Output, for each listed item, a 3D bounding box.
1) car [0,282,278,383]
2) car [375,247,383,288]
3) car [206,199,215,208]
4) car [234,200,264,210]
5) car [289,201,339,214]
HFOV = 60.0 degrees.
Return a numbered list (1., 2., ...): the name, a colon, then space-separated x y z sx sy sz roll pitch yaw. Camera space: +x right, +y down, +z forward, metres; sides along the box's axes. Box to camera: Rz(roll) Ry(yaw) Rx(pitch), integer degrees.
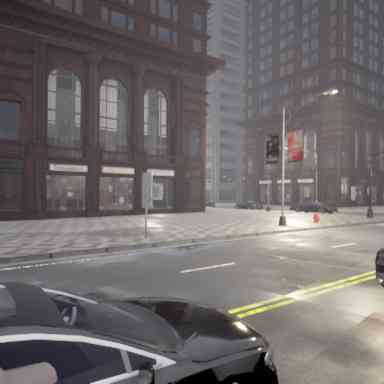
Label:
1. car: -1.421 1.492 2.426 4.902 1.511 2.128 0 0 -35
2. car: 6.198 1.512 7.843 4.892 1.490 1.837 0 0 -35
3. car: 1.701 1.737 53.754 1.882 1.535 5.008 1 -1 -35
4. car: 7.724 1.775 45.257 1.994 1.385 4.181 1 -1 -35
5. car: 13.474 1.713 37.151 2.033 1.411 5.357 1 -1 -35
